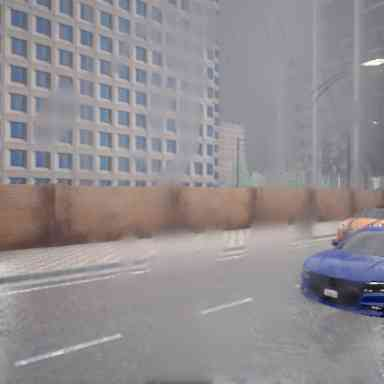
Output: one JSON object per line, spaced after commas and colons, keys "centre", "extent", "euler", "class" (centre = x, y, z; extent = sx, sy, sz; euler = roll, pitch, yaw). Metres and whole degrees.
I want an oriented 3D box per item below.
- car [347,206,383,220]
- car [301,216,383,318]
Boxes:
{"centre": [8.466, 1.420, 14.819], "extent": [4.553, 1.767, 2.097], "euler": [0, 0, -37], "class": "car"}
{"centre": [4.442, 1.512, 7.385], "extent": [5.008, 1.535, 1.882], "euler": [0, 0, -37], "class": "car"}
